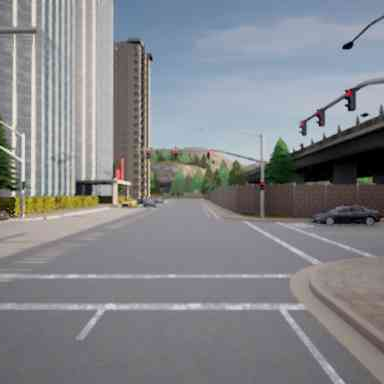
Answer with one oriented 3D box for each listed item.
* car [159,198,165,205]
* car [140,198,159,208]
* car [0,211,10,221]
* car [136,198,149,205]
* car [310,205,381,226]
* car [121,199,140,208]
[{"bbox_3d":[-6.911,1.937,70.432,1.812,1.442,4.674,0,0,0],"label":"car"},{"bbox_3d":[-6.997,1.892,55.254,1.812,1.442,4.674,0,-1,0],"label":"car"},{"bbox_3d":[-16.596,1.764,24.754,5.357,1.411,2.033,0,0,0],"label":"car"},{"bbox_3d":[-10.411,1.966,70.464,1.994,1.385,4.181,0,0,0],"label":"car"},{"bbox_3d":[11.359,1.779,24.777,4.892,1.490,1.837,-2,0,0],"label":"car"},{"bbox_3d":[-10.492,1.844,55.217,1.882,1.535,5.008,0,-1,0],"label":"car"}]
